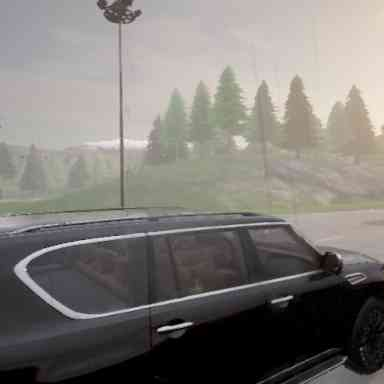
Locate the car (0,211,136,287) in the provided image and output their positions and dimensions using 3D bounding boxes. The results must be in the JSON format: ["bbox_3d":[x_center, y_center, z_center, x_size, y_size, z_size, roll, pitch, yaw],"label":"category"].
[{"bbox_3d":[-4.285,1.472,9.263,5.008,1.535,1.882,-1,1,-35],"label":"car"}]

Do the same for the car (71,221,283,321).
[{"bbox_3d":[-0.177,1.545,7.874,4.718,1.301,1.895,-1,1,-35],"label":"car"}]

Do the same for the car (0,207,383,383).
[{"bbox_3d":[0.135,1.193,3.814,5.566,2.045,2.150,-1,1,-35],"label":"car"}]
